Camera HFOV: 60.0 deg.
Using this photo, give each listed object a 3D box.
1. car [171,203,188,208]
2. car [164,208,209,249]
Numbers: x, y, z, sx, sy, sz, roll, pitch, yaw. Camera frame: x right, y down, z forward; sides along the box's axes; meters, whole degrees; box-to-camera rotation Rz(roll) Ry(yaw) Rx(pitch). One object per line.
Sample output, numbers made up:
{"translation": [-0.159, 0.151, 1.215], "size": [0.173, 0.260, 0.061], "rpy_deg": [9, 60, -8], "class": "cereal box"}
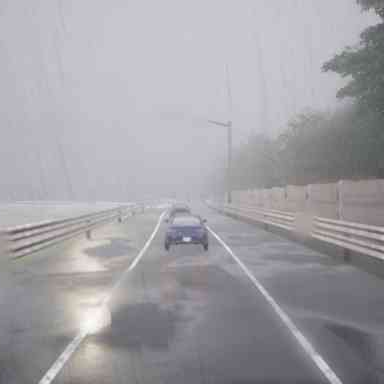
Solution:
{"translation": [-1.115, 1.811, 30.183], "size": [1.837, 1.490, 4.892], "rpy_deg": [0, 0, -4], "class": "car"}
{"translation": [-0.276, 1.679, 15.195], "size": [1.812, 1.442, 4.674], "rpy_deg": [0, 0, -2], "class": "car"}
